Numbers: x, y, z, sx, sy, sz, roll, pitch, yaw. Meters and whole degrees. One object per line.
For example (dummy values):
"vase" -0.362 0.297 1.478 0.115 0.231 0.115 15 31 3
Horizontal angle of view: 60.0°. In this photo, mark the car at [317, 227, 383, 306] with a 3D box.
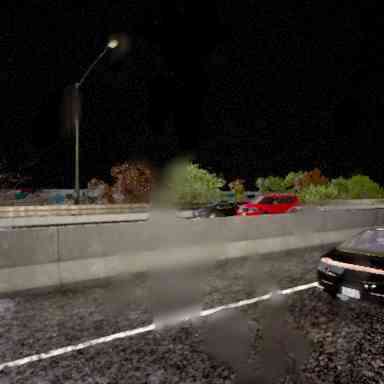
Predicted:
"car" 4.675 1.499 7.035 4.902 1.511 2.128 0 0 -35

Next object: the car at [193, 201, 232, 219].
"car" 2.304 1.520 26.981 4.892 1.490 1.837 0 0 -35

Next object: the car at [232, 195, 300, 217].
"car" 6.012 1.241 25.300 5.566 2.045 2.150 0 0 -35

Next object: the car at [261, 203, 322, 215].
"car" 7.029 1.620 21.745 4.718 1.301 1.895 0 0 -35
